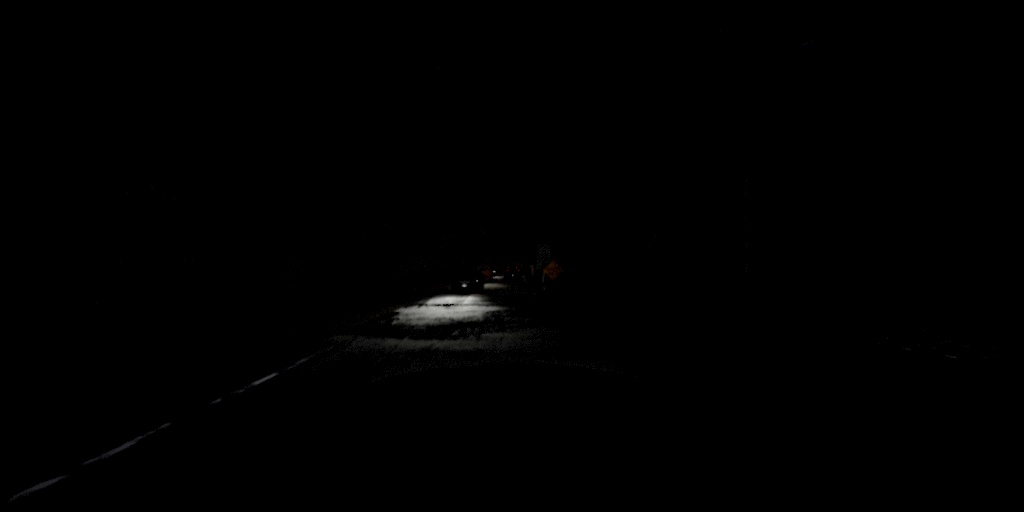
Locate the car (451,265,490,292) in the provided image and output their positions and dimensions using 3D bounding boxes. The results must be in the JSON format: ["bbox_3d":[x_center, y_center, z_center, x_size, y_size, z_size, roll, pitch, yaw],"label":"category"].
[{"bbox_3d":[-2.841,1.531,23.842,2.128,1.511,4.902,0,-1,0],"label":"car"}]

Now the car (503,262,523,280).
[{"bbox_3d":[0.111,1.702,37.576,2.128,1.511,4.902,0,-1,0],"label":"car"}]

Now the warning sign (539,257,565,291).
[{"bbox_3d":[2.456,1.120,21.205,1.300,1.860,1.060,0,0,0],"label":"warning sign"}]

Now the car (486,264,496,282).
[{"bbox_3d":[-2.841,1.646,34.057,1.882,1.535,5.008,0,-1,0],"label":"car"}]

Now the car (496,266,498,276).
[{"bbox_3d":[-2.817,1.819,46.797,1.837,1.490,4.892,0,1,0],"label":"car"}]
